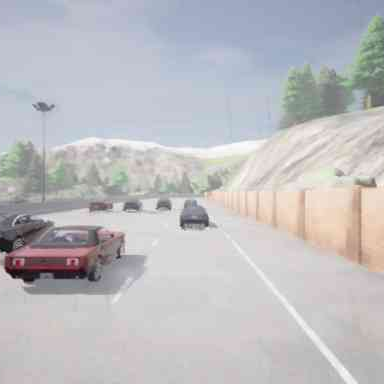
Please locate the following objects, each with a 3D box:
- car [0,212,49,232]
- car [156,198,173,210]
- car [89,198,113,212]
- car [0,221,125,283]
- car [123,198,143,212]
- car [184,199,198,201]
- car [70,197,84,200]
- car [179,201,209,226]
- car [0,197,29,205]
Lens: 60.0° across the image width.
[{"bbox_3d":[-6.759,1.491,12.594,2.128,1.511,4.902,0,0,0],"label":"car"},{"bbox_3d":[-3.601,1.543,43.651,1.837,1.490,4.892,0,0,-1],"label":"car"},{"bbox_3d":[-10.546,1.495,38.890,1.882,1.535,5.008,0,0,-1],"label":"car"},{"bbox_3d":[-3.250,1.604,9.676,1.895,1.301,4.718,0,0,0],"label":"car"},{"bbox_3d":[-7.060,1.532,40.124,1.837,1.490,4.892,0,0,-1],"label":"car"},{"bbox_3d":[-0.138,1.612,47.029,1.994,1.385,4.181,0,0,-1],"label":"car"},{"bbox_3d":[-21.397,1.630,62.288,2.033,1.411,5.357,0,0,-1],"label":"car"},{"bbox_3d":[0.131,1.586,23.484,1.994,1.385,4.181,0,0,-1],"label":"car"},{"bbox_3d":[-24.766,1.488,46.772,2.128,1.511,4.902,0,0,0],"label":"car"}]
